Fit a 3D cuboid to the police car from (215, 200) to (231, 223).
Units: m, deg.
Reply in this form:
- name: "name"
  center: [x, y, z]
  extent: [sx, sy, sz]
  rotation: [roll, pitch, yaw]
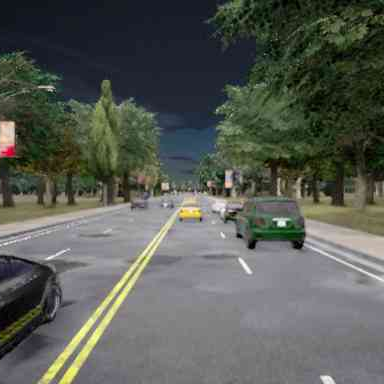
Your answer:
- name: "police car"
  center: [3.216, 1.535, 25.690]
  extent: [2.038, 1.542, 4.974]
  rotation: [0, 0, 0]

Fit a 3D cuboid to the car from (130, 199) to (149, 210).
- name: "car"
  center: [-6.691, 1.589, 42.869]
  extent: [2.033, 1.411, 5.357]
  rotation: [0, 0, 0]

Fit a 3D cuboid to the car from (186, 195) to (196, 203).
- name: "car"
  center: [-0.285, 1.569, 75.216]
  extent: [2.128, 1.511, 4.902]
  rotation: [0, 0, 0]

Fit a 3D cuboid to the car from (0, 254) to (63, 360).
- name: "car"
  center: [-3.353, 1.570, 4.399]
  extent: [1.994, 1.385, 4.181]
  rotation: [0, 0, 0]

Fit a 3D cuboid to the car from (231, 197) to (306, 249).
- name: "car"
  center: [3.239, 1.239, 14.715]
  extent: [2.150, 2.045, 5.566]
  rotation: [0, 0, 0]

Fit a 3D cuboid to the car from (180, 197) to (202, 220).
- name: "car"
  center: [-0.093, 1.488, 28.120]
  extent: [1.801, 1.575, 5.366]
  rotation: [0, 0, 0]

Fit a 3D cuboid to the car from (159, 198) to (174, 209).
- name: "car"
  center: [-3.443, 1.534, 45.703]
  extent: [2.128, 1.511, 4.902]
  rotation: [0, 0, 0]

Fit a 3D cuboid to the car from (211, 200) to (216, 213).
- name: "car"
  center: [3.183, 1.564, 36.695]
  extent: [1.812, 1.442, 4.674]
  rotation: [0, 0, 0]
